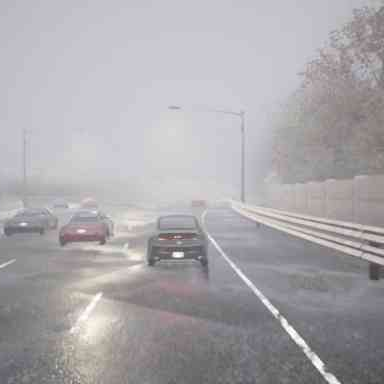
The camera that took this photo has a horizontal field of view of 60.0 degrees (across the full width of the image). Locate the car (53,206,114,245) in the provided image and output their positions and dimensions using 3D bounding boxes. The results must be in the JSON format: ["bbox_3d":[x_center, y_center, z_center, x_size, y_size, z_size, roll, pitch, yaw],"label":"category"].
[{"bbox_3d":[-4.851,1.581,15.723,1.994,1.385,4.181,0,0,-8],"label":"car"}]

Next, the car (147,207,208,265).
[{"bbox_3d":[-0.506,1.507,11.711,1.837,1.490,4.892,0,0,-3],"label":"car"}]

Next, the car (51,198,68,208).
[{"bbox_3d":[-19.469,1.634,48.946,1.994,1.385,4.181,0,0,-27],"label":"car"}]

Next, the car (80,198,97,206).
[{"bbox_3d":[-14.764,1.579,47.456,1.812,1.442,4.674,0,0,-26],"label":"car"}]

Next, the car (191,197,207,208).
[{"bbox_3d":[1.103,1.474,47.735,1.882,1.535,5.008,0,0,8],"label":"car"}]

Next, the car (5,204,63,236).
[{"bbox_3d":[-8.927,1.596,18.840,1.994,1.385,4.181,0,0,-11],"label":"car"}]

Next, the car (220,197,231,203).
[{"bbox_3d":[8.188,2.192,84.546,1.812,1.442,4.674,0,-3,12],"label":"car"}]
